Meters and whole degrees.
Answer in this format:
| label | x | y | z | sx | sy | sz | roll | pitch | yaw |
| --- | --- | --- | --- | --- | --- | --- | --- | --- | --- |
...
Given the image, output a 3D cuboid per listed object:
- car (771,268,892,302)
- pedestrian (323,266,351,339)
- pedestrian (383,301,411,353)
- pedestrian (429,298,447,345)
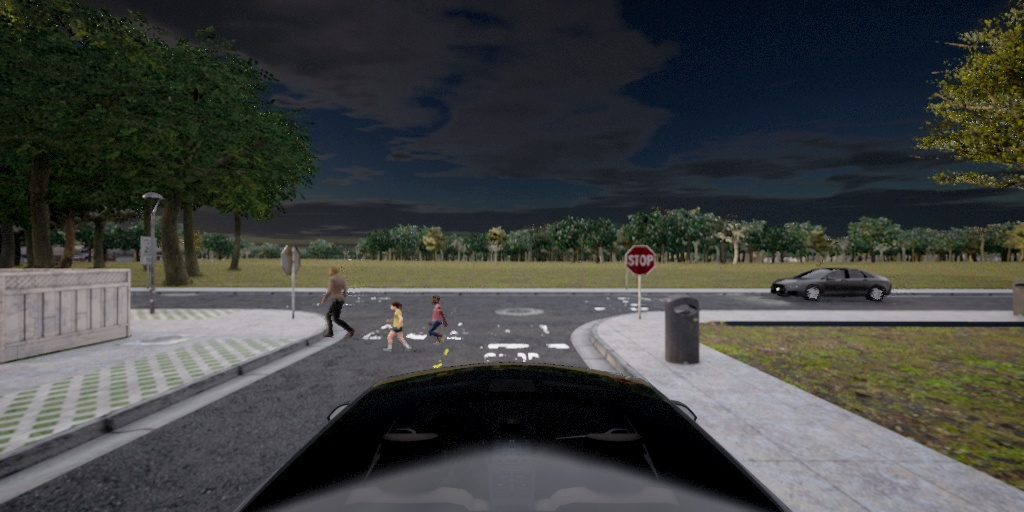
| label | x | y | z | sx | sy | sz | roll | pitch | yaw |
| --- | --- | --- | --- | --- | --- | --- | --- | --- | --- |
| car | 15.190 | 1.343 | 17.210 | 4.892 | 1.490 | 1.837 | 0 | 0 | 0 |
| pedestrian | -4.261 | 1.073 | 8.728 | 0.375 | 1.860 | 0.375 | 0 | 0 | 0 |
| pedestrian | -2.385 | 1.448 | 7.521 | 0.500 | 1.100 | 0.500 | 0 | 0 | 0 |
| pedestrian | -1.682 | 1.070 | 8.124 | 0.375 | 1.860 | 0.375 | 0 | 0 | 0 |
